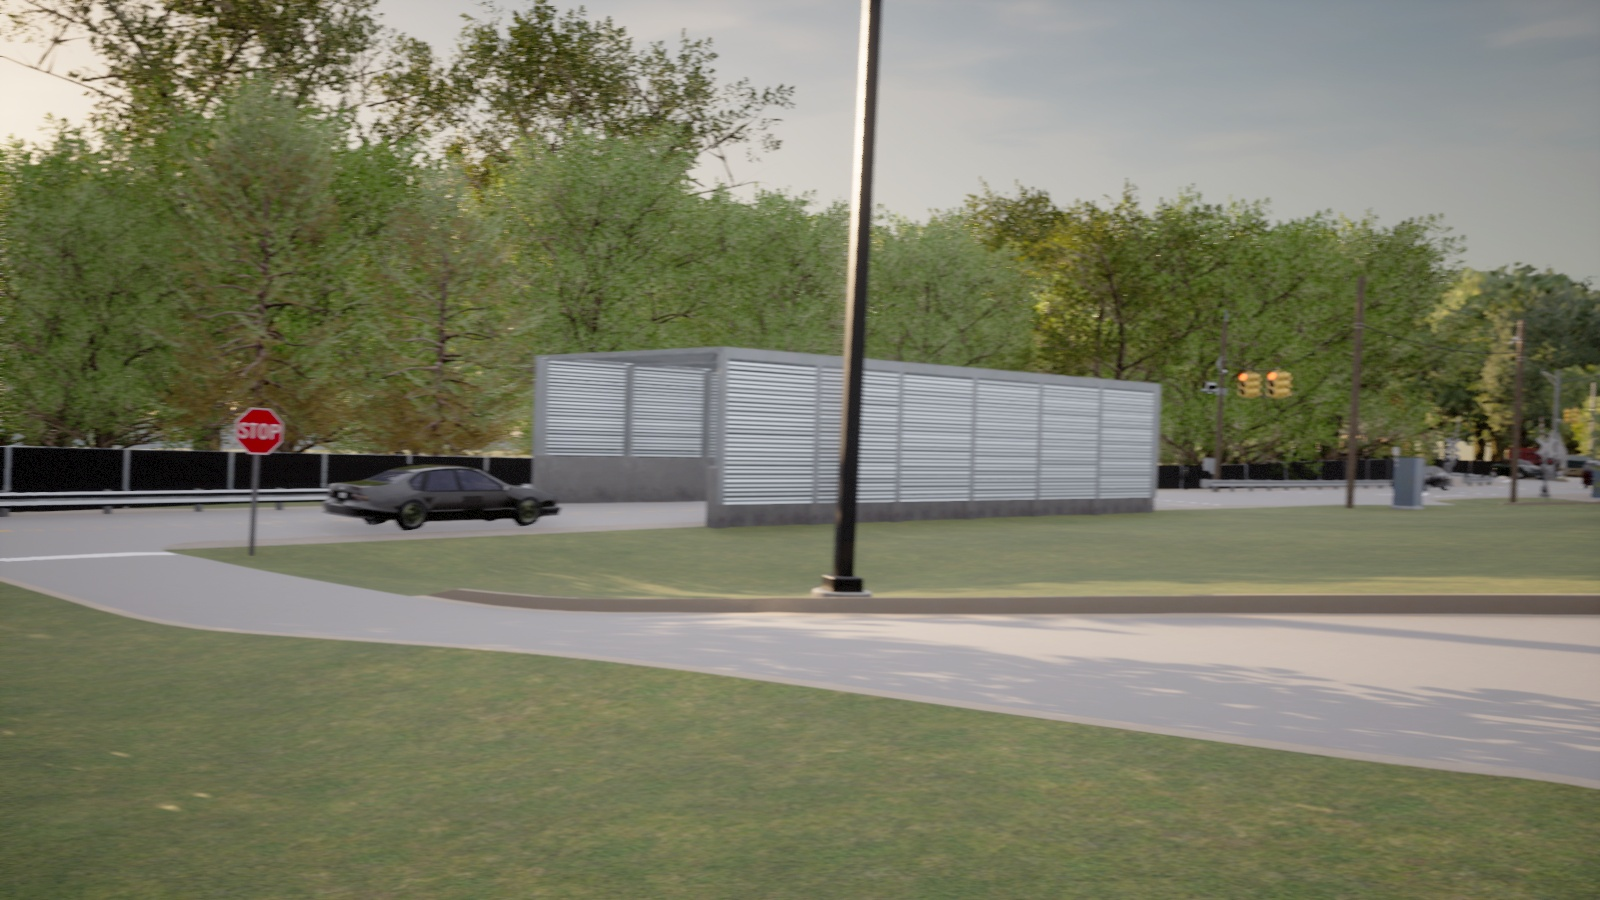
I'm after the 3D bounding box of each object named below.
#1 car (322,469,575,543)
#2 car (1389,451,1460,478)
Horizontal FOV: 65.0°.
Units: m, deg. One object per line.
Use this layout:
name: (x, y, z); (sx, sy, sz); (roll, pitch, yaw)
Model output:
car: (-8.026, 1.227, 29.110); (2.033, 1.411, 5.357); (2, 2, 44)
car: (37.400, 0.831, 75.153); (4.792, 1.488, 2.163); (0, 1, -42)
